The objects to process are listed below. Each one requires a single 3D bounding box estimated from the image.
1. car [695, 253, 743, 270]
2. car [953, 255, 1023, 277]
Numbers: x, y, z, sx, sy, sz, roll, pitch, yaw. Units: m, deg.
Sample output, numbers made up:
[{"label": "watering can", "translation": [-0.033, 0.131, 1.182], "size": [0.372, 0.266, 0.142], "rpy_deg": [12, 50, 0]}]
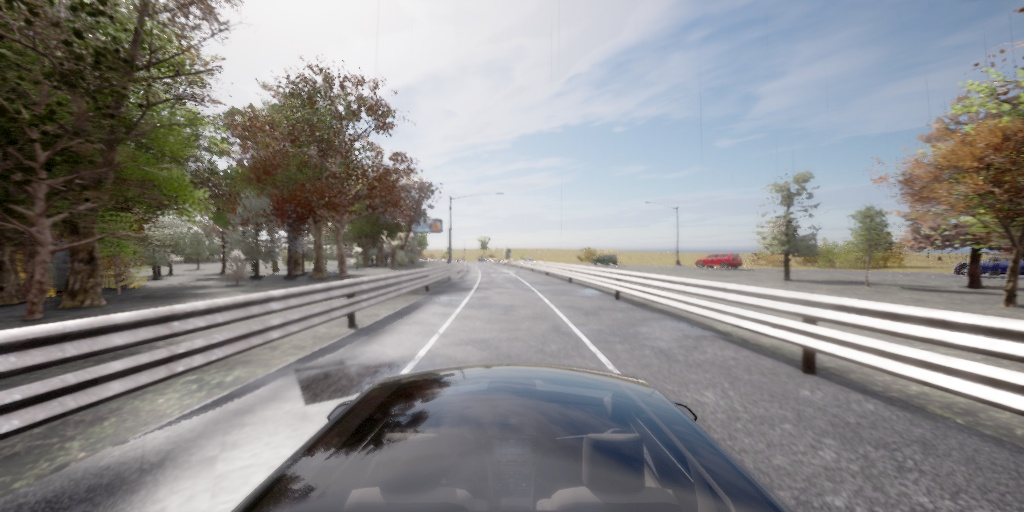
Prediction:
[{"label": "car", "translation": [26.613, 0.620, 46.282], "size": [2.150, 2.045, 5.566], "rpy_deg": [0, 0, -25]}, {"label": "car", "translation": [36.105, 0.660, 26.356], "size": [2.097, 1.767, 4.553], "rpy_deg": [0, 0, -26]}]
